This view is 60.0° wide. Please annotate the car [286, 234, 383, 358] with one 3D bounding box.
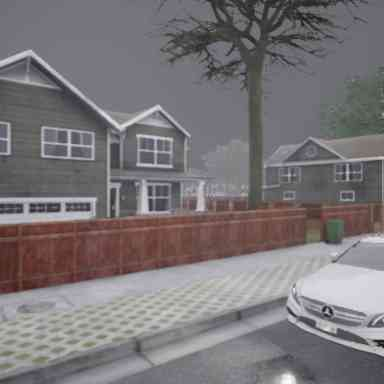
[{"bbox_3d":[3.634,1.519,5.840,4.674,1.442,1.812,0,0,-37],"label":"car"}]
